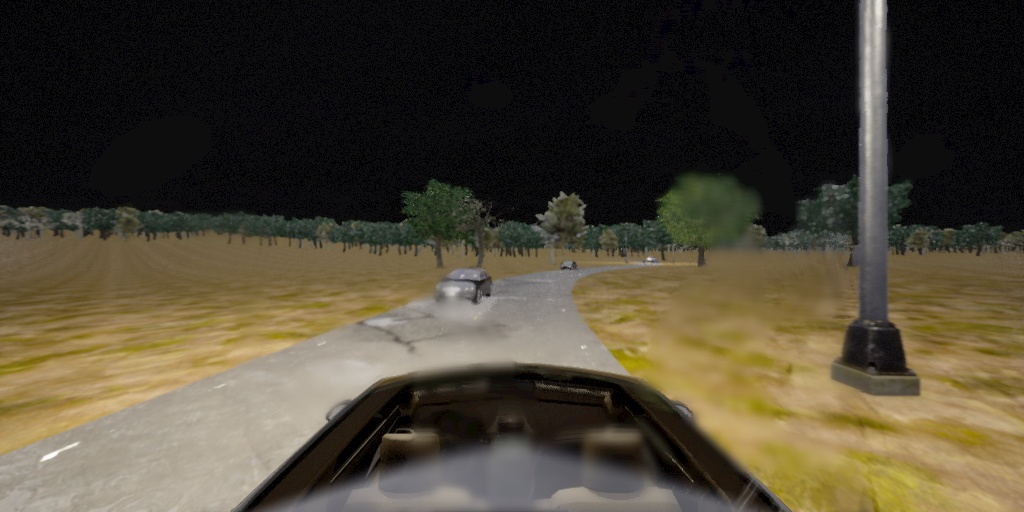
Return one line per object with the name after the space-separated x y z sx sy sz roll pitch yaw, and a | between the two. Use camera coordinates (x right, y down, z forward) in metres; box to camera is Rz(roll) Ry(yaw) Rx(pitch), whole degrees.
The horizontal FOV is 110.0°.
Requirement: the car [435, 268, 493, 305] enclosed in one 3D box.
-2.096 1.332 16.935 2.128 1.511 4.902 1 0 7 | car

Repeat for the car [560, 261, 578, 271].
8.938 1.511 55.888 1.837 1.490 4.892 1 0 25 | car
